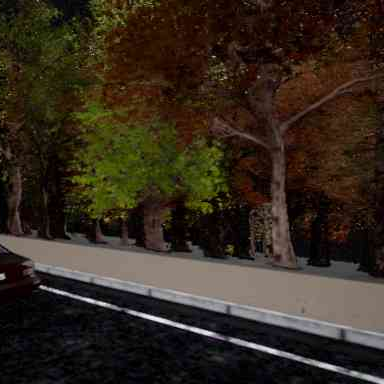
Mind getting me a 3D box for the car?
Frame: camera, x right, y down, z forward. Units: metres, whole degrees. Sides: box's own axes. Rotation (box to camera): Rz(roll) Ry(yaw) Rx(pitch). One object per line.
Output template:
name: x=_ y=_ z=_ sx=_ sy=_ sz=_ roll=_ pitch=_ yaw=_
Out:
car: x=-5.625 y=1.665 z=7.627 sx=5.357 sy=1.411 sz=2.033 roll=-1 pitch=-1 yaw=36
